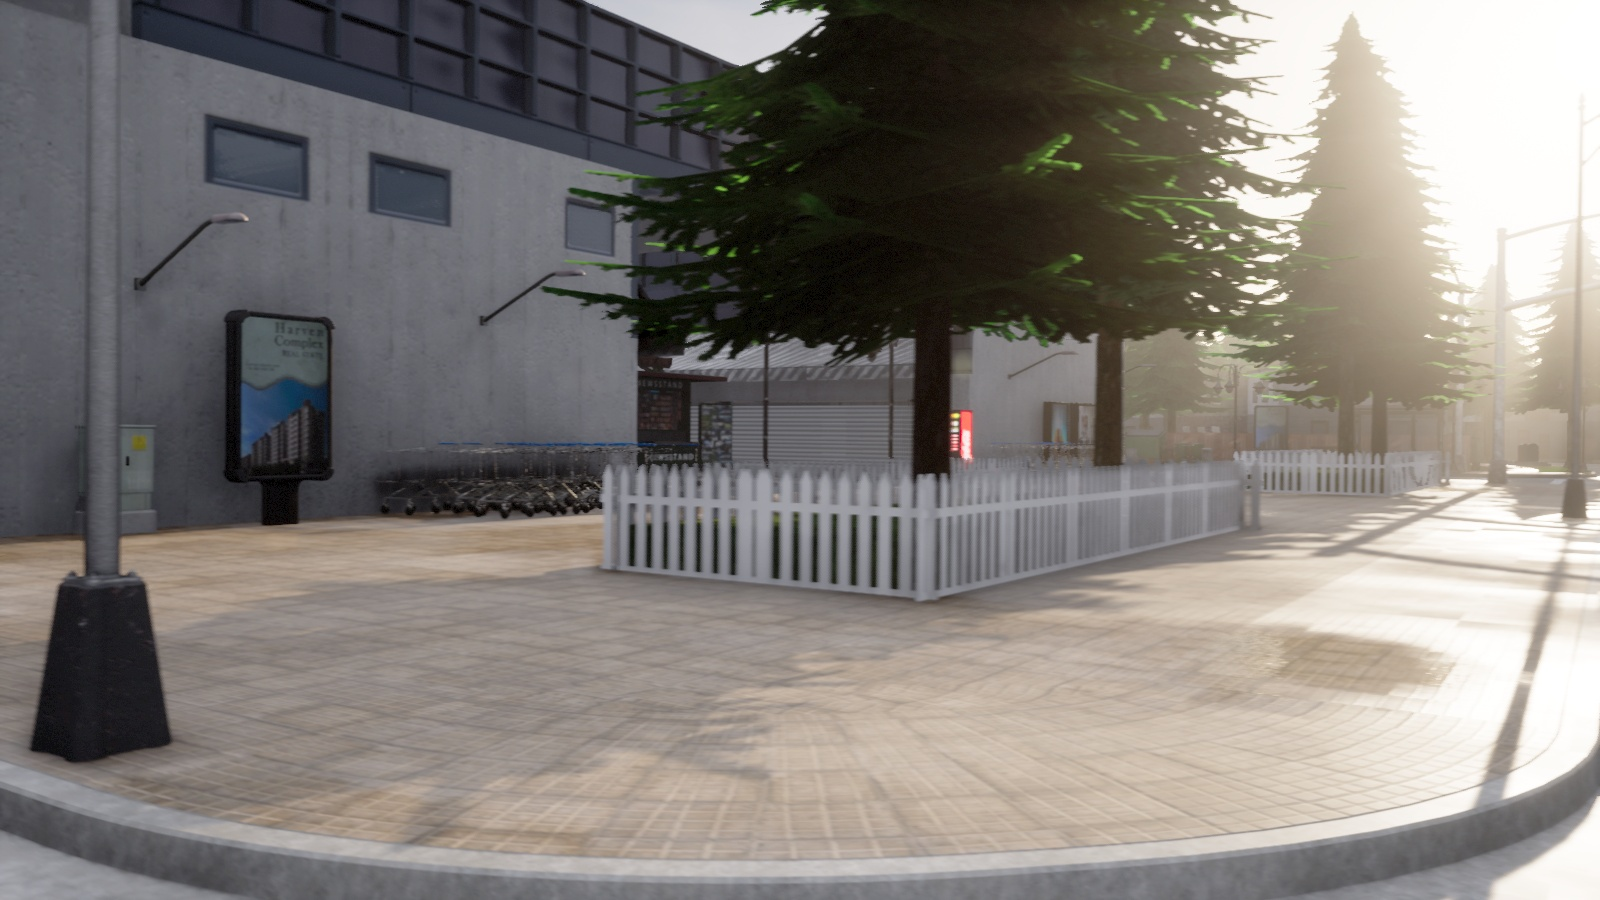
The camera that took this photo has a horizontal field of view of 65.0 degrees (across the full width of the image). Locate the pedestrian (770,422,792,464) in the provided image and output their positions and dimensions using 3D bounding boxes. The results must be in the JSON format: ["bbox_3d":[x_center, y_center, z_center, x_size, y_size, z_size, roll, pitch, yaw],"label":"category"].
[{"bbox_3d":[-0.870,-0.320,57.228,0.849,1.883,0.563,0,1,34],"label":"pedestrian"}]
